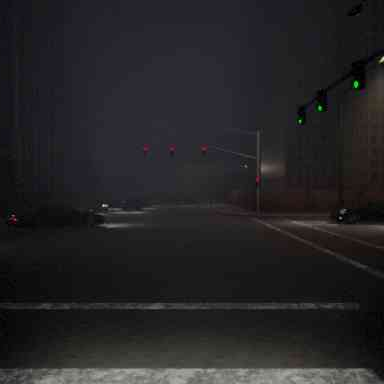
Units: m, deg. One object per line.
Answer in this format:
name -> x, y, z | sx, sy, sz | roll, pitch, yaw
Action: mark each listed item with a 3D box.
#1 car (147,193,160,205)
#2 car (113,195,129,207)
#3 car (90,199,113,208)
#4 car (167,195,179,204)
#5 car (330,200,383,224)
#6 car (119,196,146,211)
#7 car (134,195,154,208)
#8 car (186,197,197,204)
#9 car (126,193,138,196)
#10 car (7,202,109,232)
car -> -7.158, 1.221, 60.156 | 2.150, 2.045, 5.566 | 0, 0, 1
car -> -10.687, 1.547, 47.617 | 2.033, 1.411, 5.357 | 0, 0, 0
car -> -10.707, 1.547, 37.542 | 2.033, 1.411, 5.357 | 0, 0, -3
car -> -3.624, 1.352, 64.898 | 2.097, 1.767, 4.553 | 0, 0, 0
car -> 12.368, 1.352, 23.875 | 4.553, 1.767, 2.097 | 0, 0, 0
car -> -7.156, 1.526, 40.535 | 1.812, 1.442, 4.674 | 0, 0, -1
car -> -7.185, 1.525, 49.629 | 1.812, 1.442, 4.674 | 0, 0, 0
car -> -0.124, 1.564, 64.935 | 1.994, 1.385, 4.181 | 0, 0, 0
car -> -10.669, 1.221, 58.307 | 2.150, 2.045, 5.566 | 0, 0, 0
car -> -8.123, 1.547, 20.166 | 5.357, 1.411, 2.033 | 0, 0, -40
